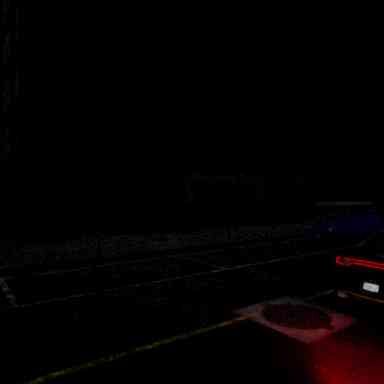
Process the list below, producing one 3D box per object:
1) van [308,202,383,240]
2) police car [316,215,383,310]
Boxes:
[{"bbox_3d":[7.074,1.342,15.444,3.998,1.788,1.690,0,0,-36],"label":"van"},{"bbox_3d":[5.090,1.426,7.064,5.238,1.638,1.930,1,-1,-36],"label":"police car"}]
